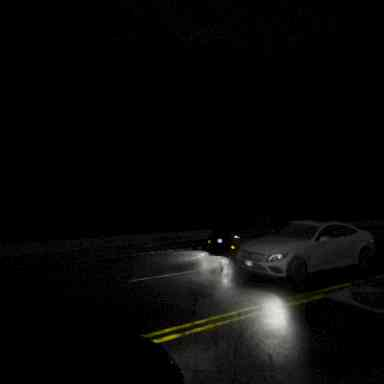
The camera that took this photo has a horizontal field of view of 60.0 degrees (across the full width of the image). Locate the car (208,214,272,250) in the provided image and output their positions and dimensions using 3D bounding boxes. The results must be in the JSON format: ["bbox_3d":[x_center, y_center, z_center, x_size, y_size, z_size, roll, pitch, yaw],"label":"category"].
[{"bbox_3d":[2.719,1.574,12.985,4.181,1.385,1.994,0,0,-31],"label":"car"}]

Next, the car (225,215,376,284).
[{"bbox_3d":[3.436,1.533,9.642,4.674,1.442,1.812,0,0,-31],"label":"car"}]

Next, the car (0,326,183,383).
[{"bbox_3d":[-2.157,1.520,1.818,4.674,1.442,1.812,0,0,-36],"label":"car"}]
